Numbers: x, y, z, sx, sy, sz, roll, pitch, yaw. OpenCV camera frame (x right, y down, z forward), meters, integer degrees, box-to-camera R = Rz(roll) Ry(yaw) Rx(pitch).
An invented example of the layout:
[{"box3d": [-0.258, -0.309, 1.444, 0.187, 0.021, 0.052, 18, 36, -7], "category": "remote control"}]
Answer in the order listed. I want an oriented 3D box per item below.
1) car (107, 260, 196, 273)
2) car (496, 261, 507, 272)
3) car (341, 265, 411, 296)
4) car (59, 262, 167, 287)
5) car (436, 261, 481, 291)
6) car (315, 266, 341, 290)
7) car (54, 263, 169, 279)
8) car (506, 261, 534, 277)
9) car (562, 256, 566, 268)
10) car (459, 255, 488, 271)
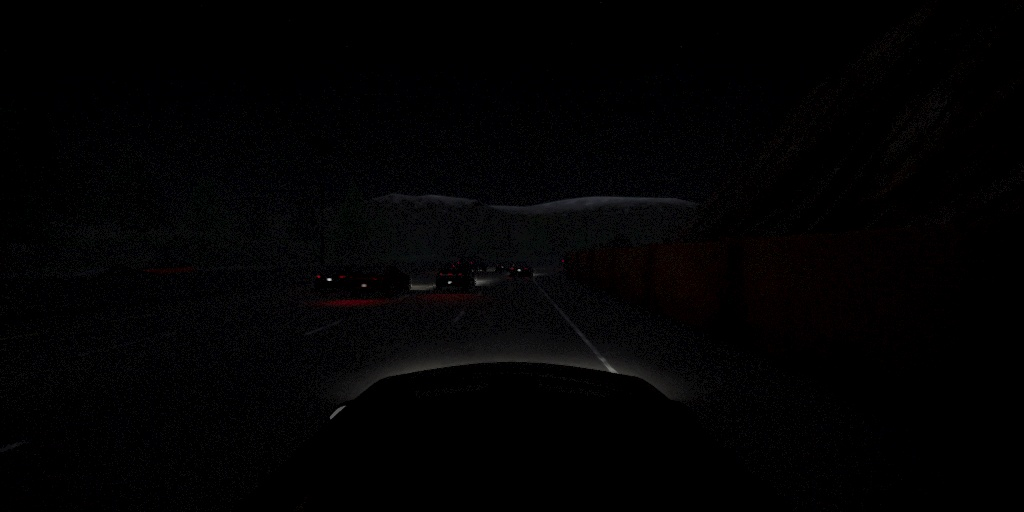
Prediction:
[{"box3d": [-24.512, 1.102, 24.680, 2.097, 1.767, 4.553, 0, 0, 1], "category": "car"}, {"box3d": [-0.533, 1.314, 46.212, 1.994, 1.385, 4.181, 0, 0, 19], "category": "car"}, {"box3d": [-6.897, 1.228, 19.183, 1.882, 1.535, 5.008, 0, 0, 0], "category": "car"}, {"box3d": [-28.001, 1.242, 25.474, 2.128, 1.511, 4.902, 0, 0, 1], "category": "car"}, {"box3d": [-3.388, 1.241, 22.082, 2.128, 1.511, 4.902, 0, 0, 0], "category": "car"}, {"box3d": [-10.386, 1.314, 22.414, 1.994, 1.385, 4.181, 0, 0, 0], "category": "car"}, {"box3d": [-21.022, 1.276, 18.513, 1.812, 1.442, 4.674, 0, 0, 0], "category": "car"}, {"box3d": [0.995, 1.314, 35.668, 1.994, 1.385, 4.181, 0, 0, 9], "category": "car"}, {"box3d": [10.536, 0.969, 60.719, 2.150, 2.045, 5.566, -1, -1, 36], "category": "car"}, {"box3d": [-4.908, 0.970, 45.008, 2.150, 2.045, 5.566, -1, -1, 17], "category": "car"}]
